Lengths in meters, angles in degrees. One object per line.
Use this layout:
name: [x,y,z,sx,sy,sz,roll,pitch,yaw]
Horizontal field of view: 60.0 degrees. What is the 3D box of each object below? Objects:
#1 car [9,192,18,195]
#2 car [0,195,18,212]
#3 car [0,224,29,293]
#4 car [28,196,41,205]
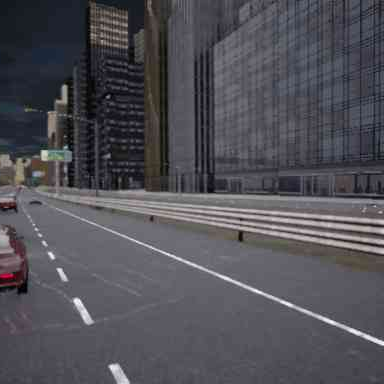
car: [-36.628,1.259,67.128,1.837,1.490,4.892,-1,1,-28]
car: [-20.302,1.383,36.524,1.882,1.535,5.008,-1,1,-28]
car: [-5.062,1.511,8.102,1.812,1.442,4.674,-1,1,-28]
car: [-25.361,1.328,53.587,2.033,1.411,5.357,-1,1,-28]
